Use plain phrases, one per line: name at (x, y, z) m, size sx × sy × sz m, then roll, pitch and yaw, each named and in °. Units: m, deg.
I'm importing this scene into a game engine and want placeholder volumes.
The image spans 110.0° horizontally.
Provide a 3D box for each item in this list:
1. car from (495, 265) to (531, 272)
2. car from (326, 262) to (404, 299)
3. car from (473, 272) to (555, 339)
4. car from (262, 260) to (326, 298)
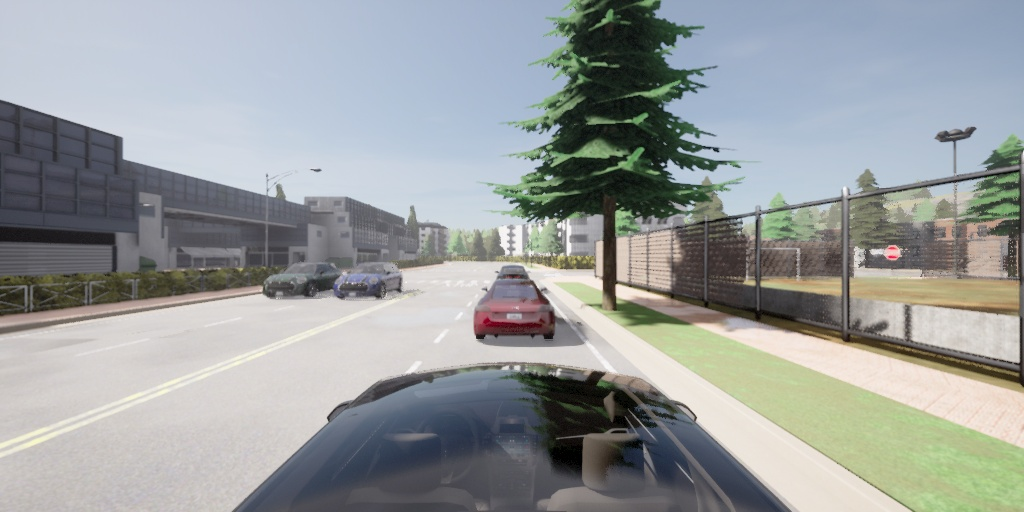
car at (0.053, 1.282, 21.287) m, size 1.837 × 1.490 × 4.892 m, roll 0°, pitch 0°, yaw 0°
car at (-7.097, 1.122, 18.240) m, size 2.097 × 1.767 × 4.553 m, roll 0°, pitch 0°, yaw 0°
car at (0.064, 1.325, 10.065) m, size 1.994 × 1.385 × 4.181 m, roll 0°, pitch 0°, yaw 0°
car at (-10.596, 1.123, 18.599) m, size 2.097 × 1.767 × 4.553 m, roll 0°, pitch 0°, yaw 0°
